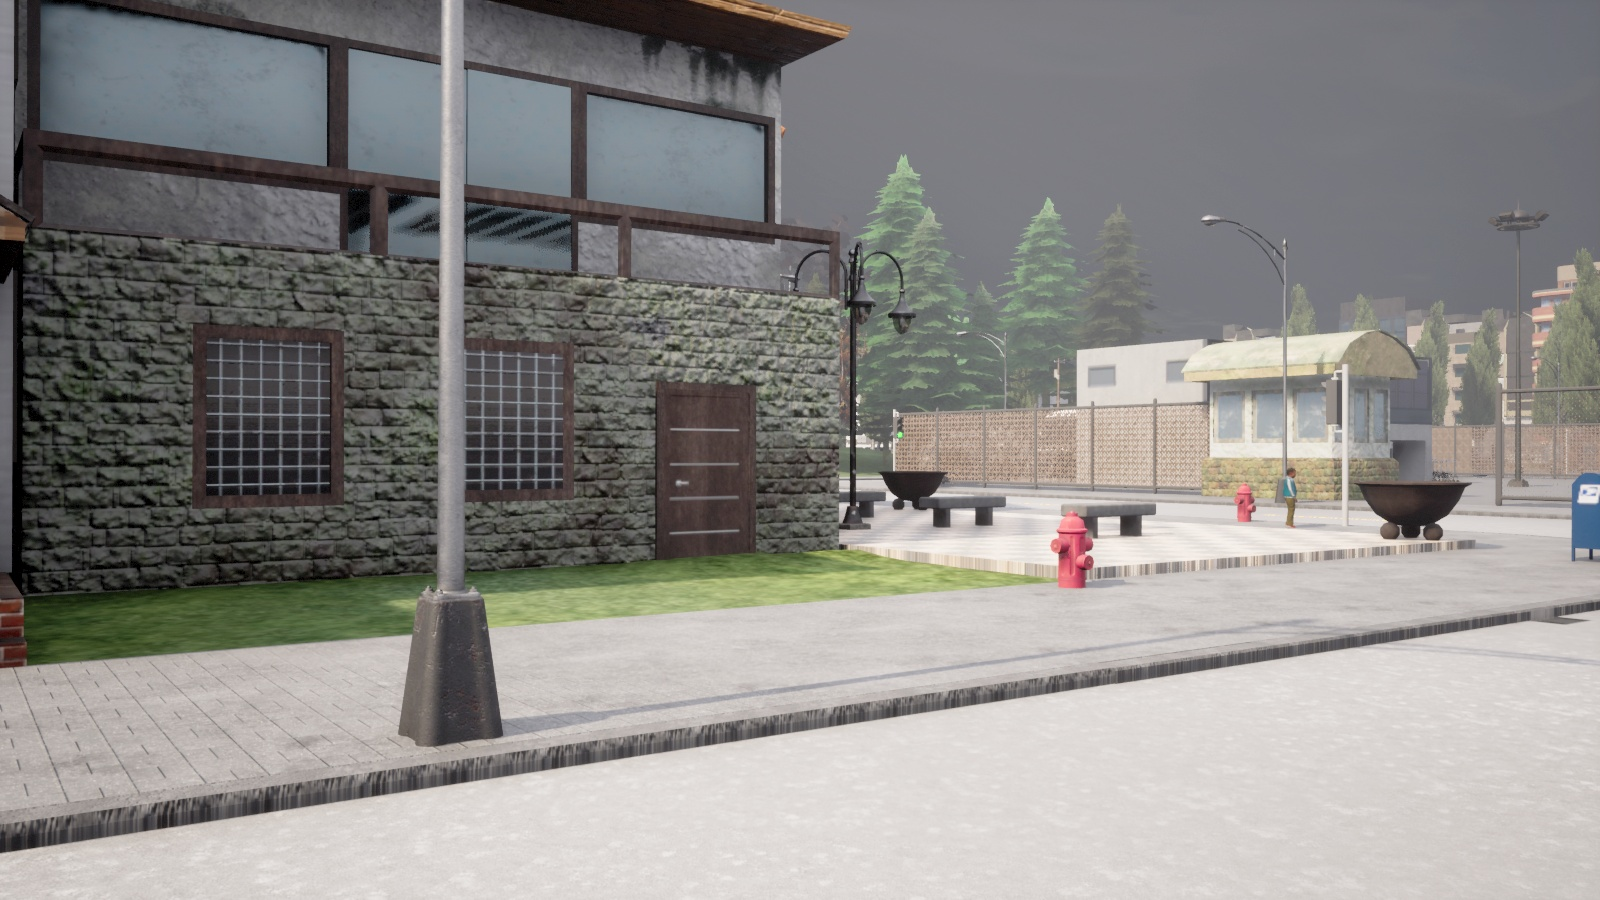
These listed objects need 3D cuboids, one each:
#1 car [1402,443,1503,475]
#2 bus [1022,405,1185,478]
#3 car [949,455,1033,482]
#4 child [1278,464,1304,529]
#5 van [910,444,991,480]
[{"bbox_3d":[42.877,0.575,82.567,5.566,2.045,2.150,0,0,38],"label":"car"},{"bbox_3d":[18.819,-0.482,77.448,10.273,4.253,3.944,0,0,-35],"label":"bus"},{"bbox_3d":[10.142,0.950,66.527,4.181,1.385,1.994,0,0,-35],"label":"car"},{"bbox_3d":[9.239,0.870,23.637,0.448,1.192,0.343,0,0,22],"label":"child"},{"bbox_3d":[8.448,0.651,70.230,4.442,1.987,1.775,0,0,-35],"label":"van"}]
